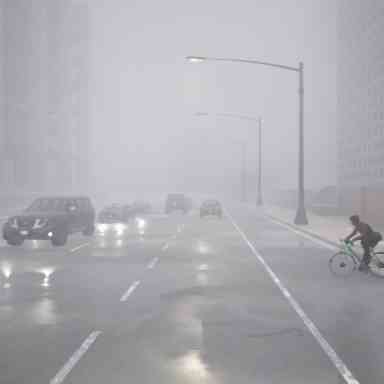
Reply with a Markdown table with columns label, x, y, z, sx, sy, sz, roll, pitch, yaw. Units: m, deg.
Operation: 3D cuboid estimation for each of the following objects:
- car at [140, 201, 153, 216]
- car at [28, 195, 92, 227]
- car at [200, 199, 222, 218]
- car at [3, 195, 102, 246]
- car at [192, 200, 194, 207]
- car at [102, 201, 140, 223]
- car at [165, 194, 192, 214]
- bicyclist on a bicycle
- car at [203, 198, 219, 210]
| label | x | y | z | sx | sy | sz | roll | pitch | yaw |
| --- | --- | --- | --- | --- | --- | --- | --- | --- | --- |
| car | -5.257 | 1.596 | 33.329 | 1.895 | 1.301 | 4.718 | 0 | 0 | 4 |
| car | -9.262 | 1.222 | 24.049 | 2.150 | 2.045 | 5.566 | 0 | 0 | 4 |
| car | 1.721 | 1.487 | 30.155 | 2.128 | 1.511 | 4.902 | 0 | 0 | 3 |
| car | -6.312 | 1.221 | 15.569 | 2.150 | 2.045 | 5.566 | 0 | 0 | 3 |
| car | -0.839 | 1.498 | 47.997 | 1.837 | 1.490 | 4.892 | 0 | 0 | 4 |
| car | -5.661 | 1.561 | 25.461 | 1.994 | 1.385 | 4.181 | 0 | 0 | 3 |
| car | -1.525 | 1.218 | 35.427 | 2.150 | 2.045 | 5.566 | 0 | 0 | 3 |
| bicyclist on a bicycle | 4.353 | 1.419 | 8.535 | 1.656 | 1.620 | 0.582 | -1 | 0 | 3 |
| car | 2.541 | 1.558 | 44.721 | 1.994 | 1.385 | 4.181 | 0 | 0 | 3 |
